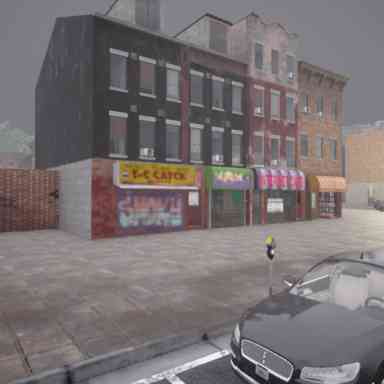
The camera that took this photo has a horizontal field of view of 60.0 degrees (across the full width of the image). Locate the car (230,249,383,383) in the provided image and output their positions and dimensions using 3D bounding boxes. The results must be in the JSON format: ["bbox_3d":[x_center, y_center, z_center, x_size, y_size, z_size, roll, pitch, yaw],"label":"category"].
[{"bbox_3d":[2.474,1.552,4.562,4.403,1.369,2.008,0,0,-35],"label":"car"}]

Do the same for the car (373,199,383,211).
[{"bbox_3d":[21.886,1.424,35.176,2.128,1.511,4.902,0,0,-36],"label":"car"}]
